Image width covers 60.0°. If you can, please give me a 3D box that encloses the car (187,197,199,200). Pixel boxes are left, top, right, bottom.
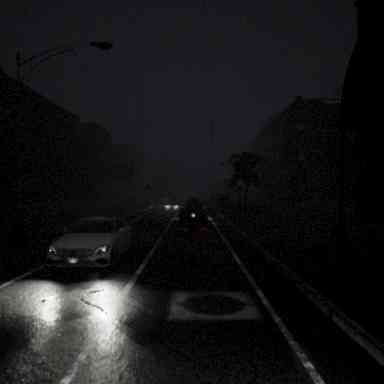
[{"bbox_3d":[0.116,1.385,41.403,1.837,1.490,4.892,0,0,0],"label":"car"}]

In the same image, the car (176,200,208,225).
[{"bbox_3d":[0.107,1.521,23.883,1.994,1.385,4.181,0,0,0],"label":"car"}]

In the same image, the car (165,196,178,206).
[{"bbox_3d":[-3.052,1.378,51.547,2.033,1.411,5.357,0,0,0],"label":"car"}]

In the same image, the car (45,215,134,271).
[{"bbox_3d":[-3.094,1.516,10.975,1.812,1.442,4.674,0,0,0],"label":"car"}]
